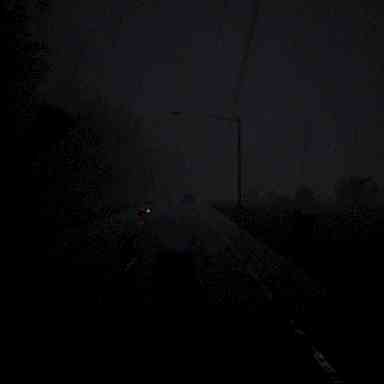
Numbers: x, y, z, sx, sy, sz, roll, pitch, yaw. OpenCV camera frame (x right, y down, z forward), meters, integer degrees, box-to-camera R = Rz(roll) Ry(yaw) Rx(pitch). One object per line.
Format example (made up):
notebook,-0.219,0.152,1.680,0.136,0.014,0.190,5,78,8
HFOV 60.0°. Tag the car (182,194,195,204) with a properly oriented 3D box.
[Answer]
car,-0.632,1.087,57.157,2.097,1.767,4.553,0,0,-1

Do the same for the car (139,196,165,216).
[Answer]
car,-3.787,1.389,30.864,1.812,1.442,4.674,0,0,-1

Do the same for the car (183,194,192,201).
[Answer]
car,-0.949,1.160,73.757,1.837,1.490,4.892,0,0,-1

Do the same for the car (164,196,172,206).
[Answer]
car,-4.023,1.328,48.896,2.033,1.411,5.357,0,0,-1
